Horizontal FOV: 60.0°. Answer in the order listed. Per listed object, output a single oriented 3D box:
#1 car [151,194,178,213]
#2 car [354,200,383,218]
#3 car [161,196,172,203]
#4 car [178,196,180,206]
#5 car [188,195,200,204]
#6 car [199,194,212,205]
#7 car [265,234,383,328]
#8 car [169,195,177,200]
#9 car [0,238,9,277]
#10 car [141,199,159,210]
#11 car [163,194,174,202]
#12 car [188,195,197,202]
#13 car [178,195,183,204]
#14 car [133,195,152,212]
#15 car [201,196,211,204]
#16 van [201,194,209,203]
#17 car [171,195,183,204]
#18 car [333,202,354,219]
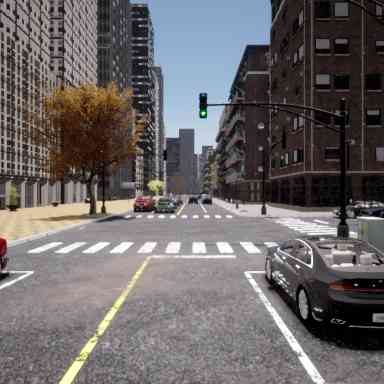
[{"bbox_3d":[-2.988,1.374,36.994,2.097,1.767,4.553,0,0,-1],"label":"car"},{"bbox_3d":[14.934,1.329,23.691,5.357,1.411,2.033,-1,0,3],"label":"car"},{"bbox_3d":[-5.528,1.633,72.449,1.947,1.339,4.313,0,0,0],"label":"car"},{"bbox_3d":[-2.994,1.632,45.978,1.895,1.301,4.718,0,0,0],"label":"car"},{"bbox_3d":[0.251,1.561,66.181,1.837,1.490,4.892,0,0,0],"label":"car"},{"bbox_3d":[2.828,1.615,61.384,1.947,1.339,4.313,0,0,0],"label":"car"},{"bbox_3d":[2.704,1.552,6.904,2.008,1.369,4.403,0,0,0],"label":"car"},{"bbox_3d":[-5.477,1.662,94.540,2.008,1.369,4.403,0,0,0],"label":"car"},{"bbox_3d":[-5.676,1.546,6.924,1.887,1.381,4.507,0,0,0],"label":"car"},{"bbox_3d":[-5.590,1.596,44.835,1.947,1.339,4.313,0,0,0],"label":"car"},{"bbox_3d":[-5.515,1.392,77.971,2.192,1.841,5.009,0,0,0],"label":"car"},{"bbox_3d":[0.179,1.604,78.874,2.128,1.511,4.902,0,0,0],"label":"car"},{"bbox_3d":[-2.965,1.533,55.290,2.128,1.511,4.902,0,0,0],"label":"car"},{"bbox_3d":[-5.603,1.339,39.312,2.192,1.841,5.009,0,0,0],"label":"car"},{"bbox_3d":[2.841,1.583,67.076,1.752,1.417,4.829,0,0,0],"label":"car"},{"bbox_3d":[2.853,1.408,72.430,1.690,1.788,3.998,0,0,0],"label":"van"},{"bbox_3d":[-2.895,1.407,65.095,2.097,1.767,4.553,0,0,1],"label":"car"},{"bbox_3d":[13.485,1.352,26.286,4.403,1.369,2.008,-1,1,0],"label":"car"}]
